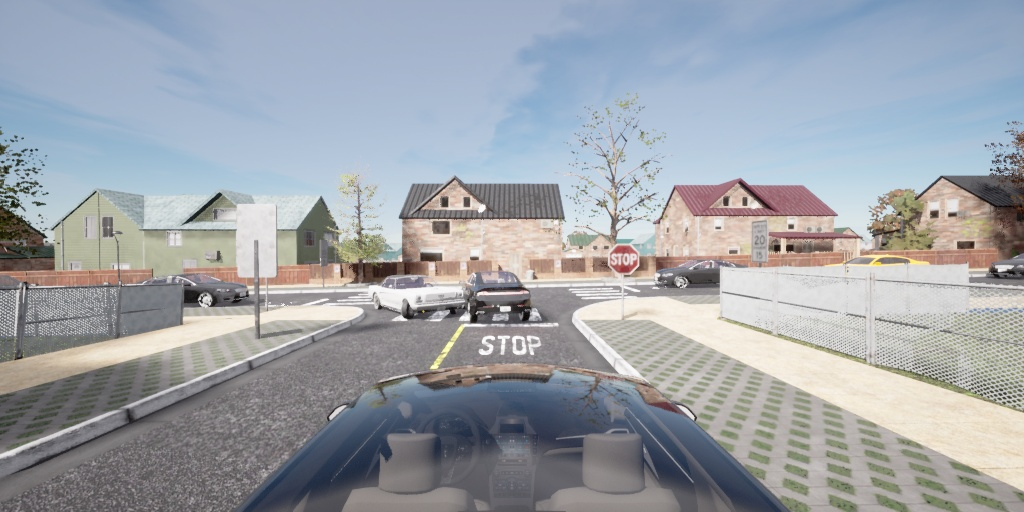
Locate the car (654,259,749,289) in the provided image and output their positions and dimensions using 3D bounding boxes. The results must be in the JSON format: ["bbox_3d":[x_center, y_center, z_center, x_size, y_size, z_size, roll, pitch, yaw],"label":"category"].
[{"bbox_3d":[10.328,0.926,19.619,4.902,1.511,2.128,-1,1,0],"label":"car"}]

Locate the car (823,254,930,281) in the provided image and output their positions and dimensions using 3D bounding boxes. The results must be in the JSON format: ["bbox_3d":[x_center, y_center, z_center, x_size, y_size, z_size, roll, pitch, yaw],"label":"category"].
[{"bbox_3d":[19.759,0.690,19.657,5.008,1.535,1.882,-1,1,-1],"label":"car"}]

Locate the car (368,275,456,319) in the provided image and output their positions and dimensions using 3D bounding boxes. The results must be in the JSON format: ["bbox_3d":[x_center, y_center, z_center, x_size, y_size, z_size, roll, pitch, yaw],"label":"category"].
[{"bbox_3d":[-3.604,1.368,13.069,1.895,1.301,4.718,0,0,-38],"label":"car"}]

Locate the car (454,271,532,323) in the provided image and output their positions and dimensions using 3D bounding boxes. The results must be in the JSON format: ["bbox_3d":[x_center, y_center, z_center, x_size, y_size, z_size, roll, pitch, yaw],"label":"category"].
[{"bbox_3d":[-0.687,1.243,12.210,2.128,1.511,4.902,0,0,-12],"label":"car"}]

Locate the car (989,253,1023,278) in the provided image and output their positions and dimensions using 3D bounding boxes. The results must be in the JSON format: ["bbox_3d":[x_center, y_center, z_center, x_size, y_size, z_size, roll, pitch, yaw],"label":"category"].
[{"bbox_3d":[29.383,0.478,19.694,4.902,1.511,2.128,-1,1,0],"label":"car"}]

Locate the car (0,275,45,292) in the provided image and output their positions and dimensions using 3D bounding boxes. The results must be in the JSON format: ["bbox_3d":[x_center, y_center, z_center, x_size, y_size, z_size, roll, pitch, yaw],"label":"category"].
[{"bbox_3d":[-24.242,1.648,16.522,4.553,1.767,2.097,-1,1,0],"label":"car"}]

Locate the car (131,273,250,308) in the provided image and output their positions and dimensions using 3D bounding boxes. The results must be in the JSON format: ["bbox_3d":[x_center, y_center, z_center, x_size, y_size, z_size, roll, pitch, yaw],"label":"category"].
[{"bbox_3d":[-14.904,1.566,16.563,4.902,1.511,2.128,-1,1,0],"label":"car"}]
